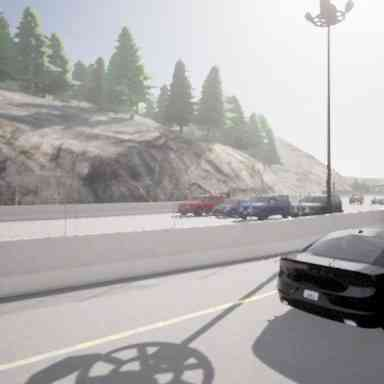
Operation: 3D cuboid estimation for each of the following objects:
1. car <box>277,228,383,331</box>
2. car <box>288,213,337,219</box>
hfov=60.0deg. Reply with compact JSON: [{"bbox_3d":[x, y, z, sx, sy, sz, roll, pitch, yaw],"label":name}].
[{"bbox_3d":[3.842,1.478,6.796,5.008,1.535,1.882,0,0,-38],"label":"car"},{"bbox_3d":[9.848,1.234,26.024,5.566,2.045,2.150,0,0,-44],"label":"car"}]
